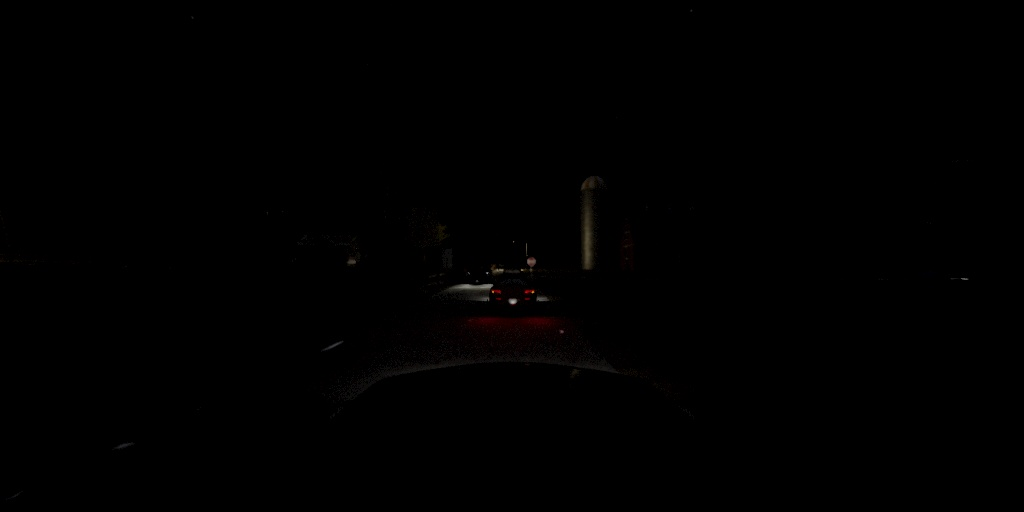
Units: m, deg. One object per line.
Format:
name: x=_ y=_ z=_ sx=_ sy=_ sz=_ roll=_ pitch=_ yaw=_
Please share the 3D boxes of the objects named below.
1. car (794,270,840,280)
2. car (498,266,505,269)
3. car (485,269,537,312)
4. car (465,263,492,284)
car: x=39.155 y=2.404 z=46.027 sx=4.718 sy=1.301 sz=1.895 roll=0 pitch=-1 yaw=0
car: x=0.050 y=1.707 z=28.553 sx=1.895 sy=1.301 sz=4.718 roll=0 pitch=-1 yaw=1
car: x=0.059 y=1.441 z=14.947 sx=1.812 sy=1.442 sz=4.674 roll=0 pitch=-1 yaw=1
car: x=-2.787 y=1.499 z=31.149 sx=2.097 sy=1.767 sz=4.553 roll=0 pitch=-1 yaw=0
